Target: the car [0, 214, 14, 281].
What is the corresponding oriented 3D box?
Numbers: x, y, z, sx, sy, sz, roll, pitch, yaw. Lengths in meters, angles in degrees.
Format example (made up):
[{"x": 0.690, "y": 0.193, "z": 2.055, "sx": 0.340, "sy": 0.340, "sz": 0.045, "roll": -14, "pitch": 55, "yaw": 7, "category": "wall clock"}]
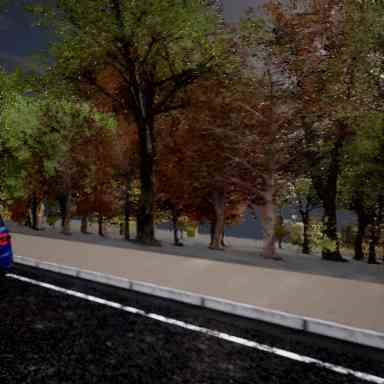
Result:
[{"x": -6.807, "y": 1.254, "z": 8.543, "sx": 5.566, "sy": 2.045, "sz": 2.150, "roll": 0, "pitch": 0, "yaw": 36, "category": "car"}]
